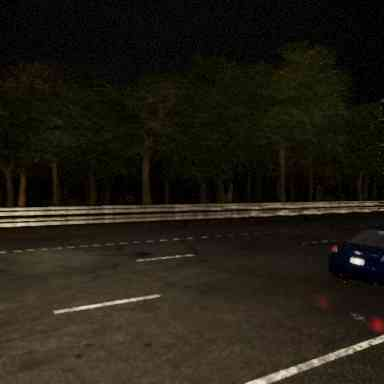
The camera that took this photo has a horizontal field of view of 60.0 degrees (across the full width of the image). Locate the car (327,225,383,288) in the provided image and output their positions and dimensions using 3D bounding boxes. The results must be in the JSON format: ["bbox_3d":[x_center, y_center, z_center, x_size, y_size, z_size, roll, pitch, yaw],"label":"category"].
[{"bbox_3d":[5.480,1.538,8.489,4.181,1.385,1.994,0,0,-29],"label":"car"}]
